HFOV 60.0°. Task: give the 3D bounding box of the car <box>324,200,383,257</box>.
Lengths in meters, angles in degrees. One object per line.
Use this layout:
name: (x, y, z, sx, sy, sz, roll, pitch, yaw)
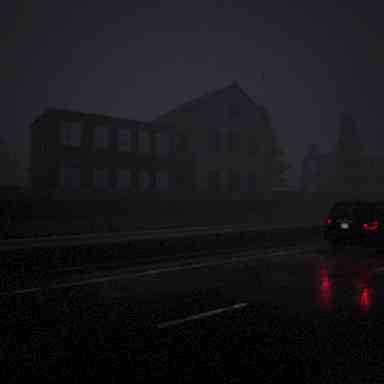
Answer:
car: (7.761, 1.348, 13.705, 5.566, 2.045, 2.150, 0, 0, -35)
